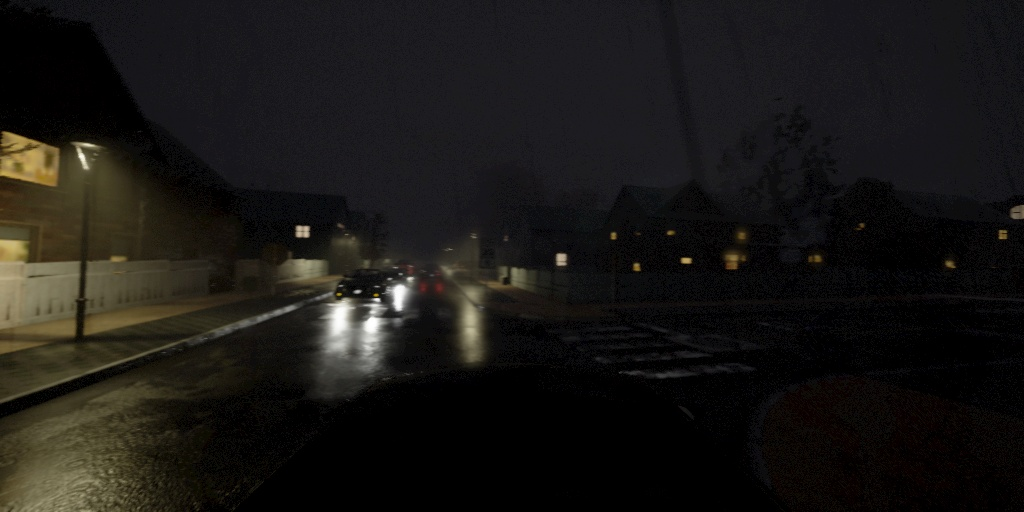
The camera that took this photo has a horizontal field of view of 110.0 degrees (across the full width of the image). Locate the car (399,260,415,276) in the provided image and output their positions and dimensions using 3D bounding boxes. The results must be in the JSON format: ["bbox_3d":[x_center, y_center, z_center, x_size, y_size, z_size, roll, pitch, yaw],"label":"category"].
[{"bbox_3d":[-11.832,1.212,39.664,2.097,1.767,4.553,2,-1,-12],"label":"car"}]

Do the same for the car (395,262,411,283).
[{"bbox_3d":[-9.314,1.390,28.244,1.895,1.301,4.718,2,-1,-12],"label":"car"}]

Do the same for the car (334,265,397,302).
[{"bbox_3d":[-6.733,1.282,16.630,1.994,1.385,4.181,2,-1,-13],"label":"car"}]

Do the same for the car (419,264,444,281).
[{"bbox_3d":[-7.104,1.446,31.896,1.812,1.442,4.674,2,-1,-13],"label":"car"}]
